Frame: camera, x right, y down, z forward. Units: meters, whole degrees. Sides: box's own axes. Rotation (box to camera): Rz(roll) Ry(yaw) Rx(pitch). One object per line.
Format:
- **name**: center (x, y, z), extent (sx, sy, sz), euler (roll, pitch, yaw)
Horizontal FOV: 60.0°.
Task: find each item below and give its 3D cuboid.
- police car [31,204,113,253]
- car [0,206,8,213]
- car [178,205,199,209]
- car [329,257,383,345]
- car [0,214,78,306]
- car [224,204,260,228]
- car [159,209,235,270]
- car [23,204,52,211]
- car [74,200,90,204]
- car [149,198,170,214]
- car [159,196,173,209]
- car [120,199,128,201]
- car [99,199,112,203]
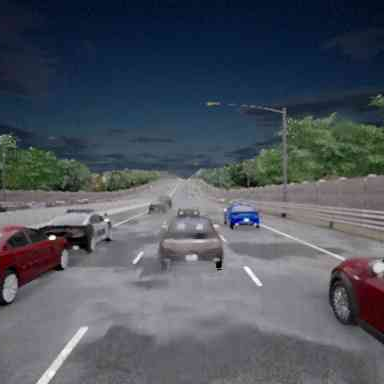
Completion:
- **police car**: center (-4.738, 1.527, 14.319), extent (1.930, 1.638, 5.238), euler (0, 0, -1)
- **car**: center (-18.006, 1.833, 29.279), extent (1.812, 1.442, 4.674), euler (0, 0, -1)
- **car**: center (-0.310, 1.787, 29.573), extent (1.895, 1.301, 4.718), euler (0, 0, -1)
- **car**: center (3.561, 1.342, 4.238), extent (2.097, 1.767, 4.553), euler (0, 0, -1)
- **car**: center (-4.648, 1.545, 8.203), extent (1.882, 1.535, 5.008), euler (0, 0, -1)
- **car**: center (3.290, 1.583, 22.782), extent (1.882, 1.535, 5.008), euler (0, 0, -1)
- **car**: center (-0.042, 1.542, 11.232), extent (2.128, 1.511, 4.902), euler (0, 0, -1)
- **car**: center (-14.548, 1.854, 32.048), extent (2.033, 1.411, 5.357), euler (0, 0, -1)
- **car**: center (-21.957, 2.260, 66.816), extent (2.033, 1.411, 5.357), euler (0, -1, -1)
- **car**: center (-3.998, 1.778, 39.750), extent (1.882, 1.535, 5.008), euler (0, -1, -1)
- **car**: center (-4.246, 1.648, 52.335), extent (2.150, 2.045, 5.566), euler (0, -1, -1)
- **car**: center (-15.049, 2.275, 73.148), extent (1.895, 1.301, 4.718), euler (0, -1, -1)
- **car**: center (-18.523, 2.253, 71.320), extent (1.837, 1.490, 4.892), euler (0, -1, -1)
